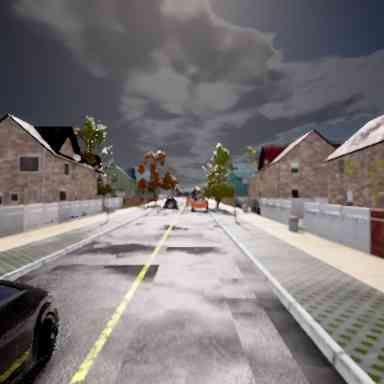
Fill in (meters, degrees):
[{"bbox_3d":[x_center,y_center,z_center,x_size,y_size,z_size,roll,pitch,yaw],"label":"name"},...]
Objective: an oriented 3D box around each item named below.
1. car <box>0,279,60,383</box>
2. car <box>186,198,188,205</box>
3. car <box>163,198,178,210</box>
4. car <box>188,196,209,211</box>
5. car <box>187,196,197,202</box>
[{"bbox_3d":[-2.850,1.568,2.988,1.994,1.385,4.181,0,0,0],"label":"car"},{"bbox_3d":[0.015,1.450,59.038,2.097,1.767,4.553,0,0,0],"label":"car"},{"bbox_3d":[-2.820,1.592,45.156,1.812,1.442,4.674,0,0,0],"label":"car"},{"bbox_3d":[0.932,1.359,41.029,2.097,1.767,4.553,-3,-1,0],"label":"car"},{"bbox_3d":[0.019,1.533,76.236,2.033,1.411,5.357,0,0,0],"label":"car"}]
